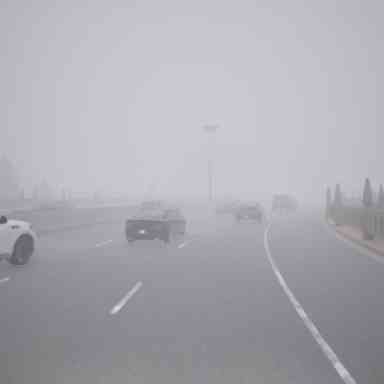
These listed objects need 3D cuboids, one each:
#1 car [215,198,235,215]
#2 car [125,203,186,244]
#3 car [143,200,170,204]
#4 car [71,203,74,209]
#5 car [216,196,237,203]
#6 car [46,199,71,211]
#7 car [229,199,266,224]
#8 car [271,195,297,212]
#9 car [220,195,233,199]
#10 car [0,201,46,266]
[{"bbox_3d":[3.947,1.636,33.980,2.033,1.411,5.357,0,0,24],"label":"car"},{"bbox_3d":[-1.578,1.495,16.117,1.882,1.535,5.008,0,0,11],"label":"car"},{"bbox_3d":[-2.534,1.400,26.331,2.097,1.767,4.553,0,0,17],"label":"car"},{"bbox_3d":[-14.548,1.571,35.075,1.837,1.490,4.892,0,0,20],"label":"car"},{"bbox_3d":[6.745,1.444,65.377,1.837,1.490,4.892,0,-1,37],"label":"car"},{"bbox_3d":[-13.028,1.517,28.583,1.882,1.535,5.008,0,0,17],"label":"car"},{"bbox_3d":[4.628,1.547,25.854,2.128,1.511,4.902,0,0,18],"label":"car"},{"bbox_3d":[11.447,1.354,41.070,2.150,2.045,5.566,0,0,29],"label":"car"},{"bbox_3d":[6.397,1.725,59.056,1.882,1.535,5.008,0,-1,37],"label":"car"},{"bbox_3d":[-6.307,1.212,8.439,2.150,2.045,5.566,0,0,6],"label":"car"}]
